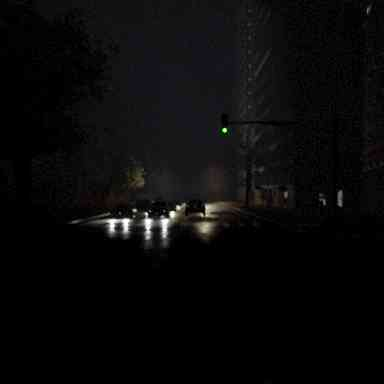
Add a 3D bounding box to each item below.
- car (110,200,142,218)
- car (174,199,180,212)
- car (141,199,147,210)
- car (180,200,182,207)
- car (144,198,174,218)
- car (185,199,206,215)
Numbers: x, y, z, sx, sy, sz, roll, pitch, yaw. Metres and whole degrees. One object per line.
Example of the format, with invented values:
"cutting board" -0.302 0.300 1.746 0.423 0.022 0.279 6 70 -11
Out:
"car" -6.358 1.716 31.439 1.994 1.385 4.181 0 0 1
"car" -3.024 1.767 42.601 1.994 1.385 4.181 0 0 0
"car" -6.269 1.688 42.916 1.882 1.535 5.008 0 0 1
"car" -2.862 1.851 58.719 1.994 1.385 4.181 0 0 1
"car" -3.103 1.653 32.044 1.837 1.490 4.892 0 0 1
"car" 0.359 1.511 35.476 2.097 1.767 4.553 0 0 0
